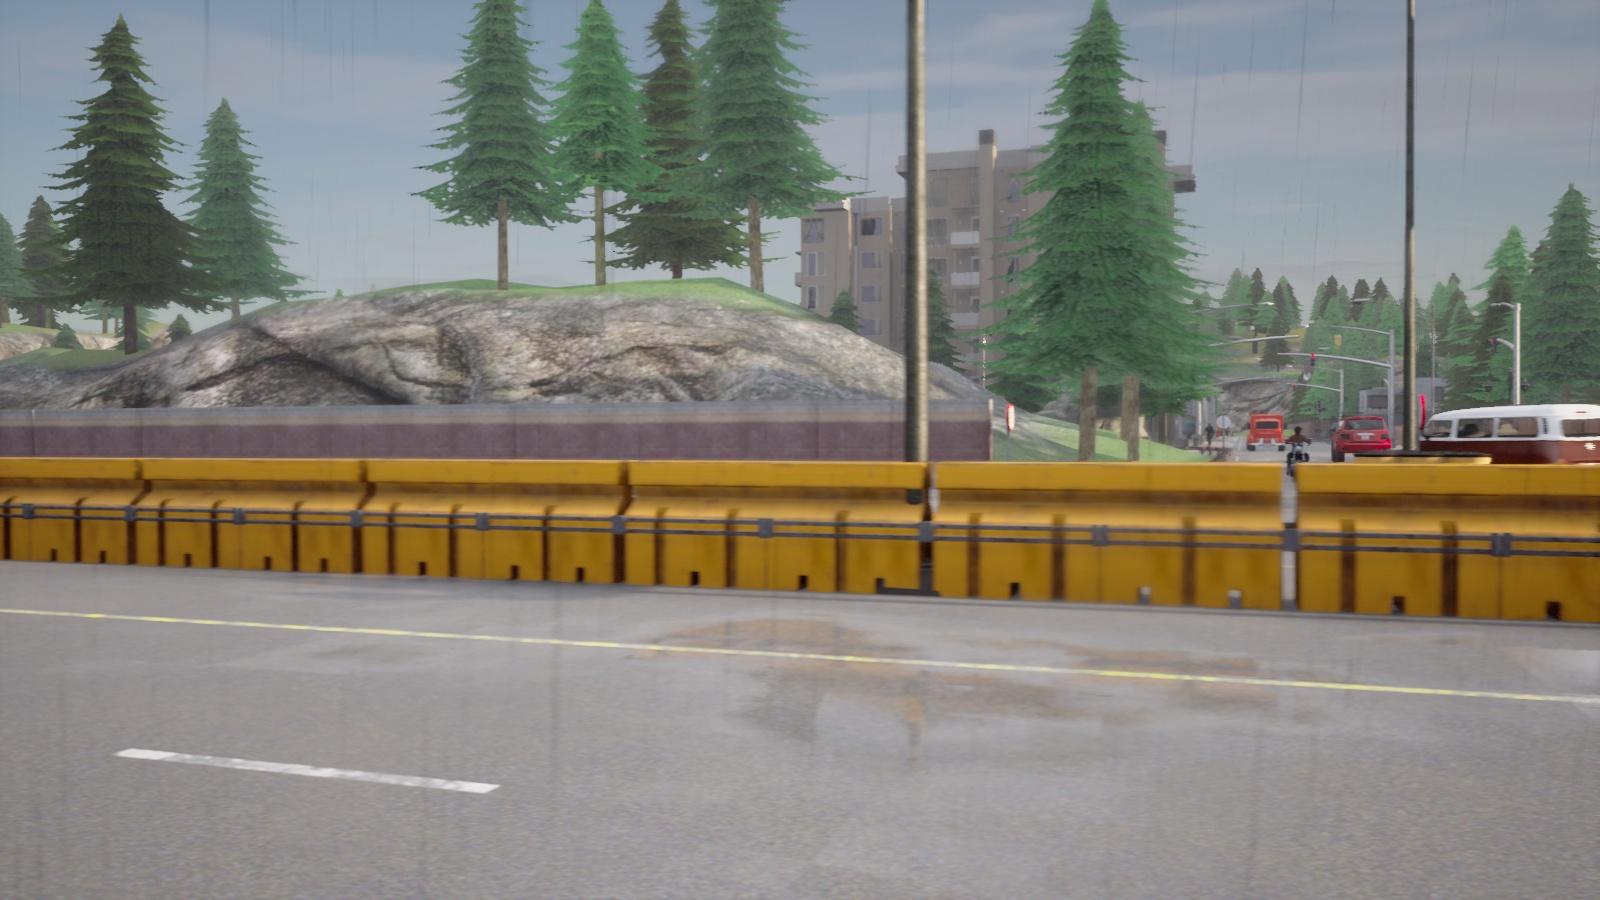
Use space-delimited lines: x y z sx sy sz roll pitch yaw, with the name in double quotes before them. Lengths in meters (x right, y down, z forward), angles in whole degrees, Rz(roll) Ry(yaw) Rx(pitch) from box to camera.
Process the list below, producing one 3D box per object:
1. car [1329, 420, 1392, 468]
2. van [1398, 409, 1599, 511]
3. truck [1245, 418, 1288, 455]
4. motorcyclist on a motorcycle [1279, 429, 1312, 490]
"car" 25.154 -0.285 56.562 2.150 2.045 5.566 1 1 20
"van" 15.592 0.163 27.726 2.069 2.038 4.480 -1 1 -10
"truck" 31.580 -0.925 85.194 2.627 2.467 5.204 1 1 19
"motorcyclist on a motorcycle" 13.959 0.243 35.424 0.766 1.649 2.350 1 1 19
